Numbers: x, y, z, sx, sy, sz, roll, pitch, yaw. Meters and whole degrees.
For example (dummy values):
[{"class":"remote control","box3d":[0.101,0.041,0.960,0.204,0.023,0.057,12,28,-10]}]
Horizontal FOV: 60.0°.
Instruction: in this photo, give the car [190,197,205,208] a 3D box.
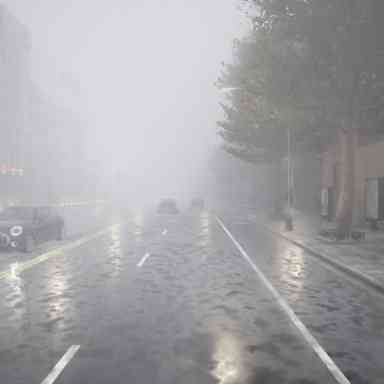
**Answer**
[{"class":"car","box3d":[0.740,1.505,47.427,1.837,1.490,4.892,0,0,1]}]

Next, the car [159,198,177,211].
[{"class":"car","box3d":[-2.862,1.504,39.807,1.837,1.490,4.892,0,0,1]}]

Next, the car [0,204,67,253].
[{"class":"car","box3d":[-6.901,1.351,13.532,2.097,1.767,4.553,0,0,1]}]
